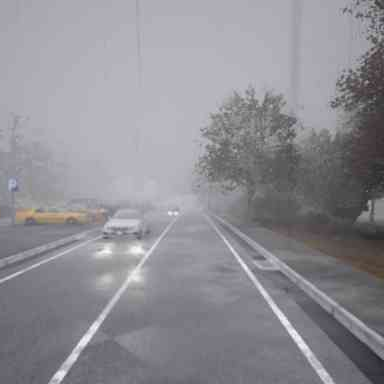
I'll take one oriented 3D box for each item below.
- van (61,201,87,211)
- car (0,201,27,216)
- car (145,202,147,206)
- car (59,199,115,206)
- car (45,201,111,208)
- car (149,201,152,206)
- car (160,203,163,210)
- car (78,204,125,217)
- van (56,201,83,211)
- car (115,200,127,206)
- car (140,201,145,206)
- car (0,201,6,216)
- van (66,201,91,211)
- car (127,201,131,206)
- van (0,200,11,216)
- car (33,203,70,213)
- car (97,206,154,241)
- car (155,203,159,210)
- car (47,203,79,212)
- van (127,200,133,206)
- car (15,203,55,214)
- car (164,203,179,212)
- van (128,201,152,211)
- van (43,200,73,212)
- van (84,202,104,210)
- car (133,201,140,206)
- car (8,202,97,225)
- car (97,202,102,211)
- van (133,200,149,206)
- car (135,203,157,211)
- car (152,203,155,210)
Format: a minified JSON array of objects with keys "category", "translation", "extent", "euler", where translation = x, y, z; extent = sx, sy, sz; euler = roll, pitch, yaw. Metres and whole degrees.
[{"category":"van","translation":[-23.530,2.782,66.232],"extent":[4.442,1.987,1.878],"euler":[0,-3,0]},{"category":"car","translation":[-23.388,2.051,41.327],"extent":[4.553,1.767,2.185],"euler":[0,-2,0]},{"category":"car","translation":[-10.339,2.640,54.995],"extent":[4.674,1.452,2.002],"euler":[0,-2,0]},{"category":"car","translation":[-10.373,1.791,32.806],"extent":[4.553,1.767,2.185],"euler":[0,-2,0]},{"category":"car","translation":[-10.348,1.838,30.026],"extent":[5.008,1.535,2.097],"euler":[0,-2,0]},{"category":"car","translation":[-10.364,2.801,60.551],"extent":[4.792,1.488,2.163],"euler":[0,-2,0]},{"category":"car","translation":[-10.324,3.785,82.713],"extent":[4.892,1.521,2.231],"euler":[0,-3,0]},{"category":"car","translation":[-10.369,2.115,38.347],"extent":[4.792,1.488,2.163],"euler":[0,-2,0]},{"category":"van","translation":[-23.298,2.646,63.332],"extent":[4.442,1.987,1.878],"euler":[0,-2,0]},{"category":"car","translation":[-10.312,1.749,35.580],"extent":[5.566,2.045,2.435],"euler":[0,-2,0]},{"category":"car","translation":[-10.307,2.544,52.219],"extent":[4.792,1.488,2.163],"euler":[0,-2,0]},{"category":"car","translation":[-23.414,2.006,35.785],"extent":[4.892,1.521,2.231],"euler":[0,-2,0]},{"category":"van","translation":[-23.530,2.906,68.874],"extent":[4.442,1.987,1.878],"euler":[0,-3,0]},{"category":"car","translation":[-10.342,2.211,41.121],"extent":[4.674,1.452,2.002],"euler":[0,-2,0]},{"category":"van","translation":[-23.537,1.865,38.561],"extent":[4.442,1.987,1.878],"euler":[0,-2,0]},{"category":"car","translation":[-23.231,2.601,55.169],"extent":[5.366,1.575,1.946],"euler":[0,-2,0]},{"category":"car","translation":[-3.354,1.658,17.713],"extent":[1.812,1.442,4.674],"euler":[0,-1,0]},{"category":"car","translation":[-10.327,3.263,71.620],"extent":[5.008,1.535,2.097],"euler":[0,-3,0]},{"category":"car","translation":[-23.420,2.775,60.705],"extent":[5.008,1.535,2.097],"euler":[0,-2,0]},{"category":"van","translation":[-10.455,2.031,43.904],"extent":[4.442,1.987,1.878],"euler":[0,-2,0]},{"category":"car","translation":[-23.411,2.434,49.630],"extent":[4.892,1.521,2.231],"euler":[0,-2,0]},{"category":"car","translation":[-3.313,2.788,59.332],"extent":[2.128,1.511,4.902],"euler":[0,-2,1]},{"category":"van","translation":[-10.217,2.776,66.084],"extent":[4.442,1.987,1.878],"euler":[0,-3,0]},{"category":"van","translation":[-23.299,2.464,57.943],"extent":[4.442,1.987,1.878],"euler":[0,-2,0]},{"category":"van","translation":[-23.527,3.427,79.942],"extent":[4.442,1.987,1.878],"euler":[0,-3,0]},{"category":"car","translation":[-10.344,2.343,46.672],"extent":[5.008,1.535,2.097],"euler":[0,-2,0]},{"category":"car","translation":[-10.158,1.703,24.487],"extent":[5.366,1.575,1.946],"euler":[0,-1,0]},{"category":"car","translation":[-10.348,1.769,27.255],"extent":[4.892,1.521,2.231],"euler":[0,-1,0]},{"category":"van","translation":[-10.219,2.460,57.778],"extent":[4.442,1.987,1.878],"euler":[0,-2,0]},{"category":"car","translation":[-10.301,3.268,74.399],"extent":[4.553,1.767,2.185],"euler":[0,-3,0]},{"category":"car","translation":[-10.363,2.621,63.312],"extent":[5.566,2.045,2.435],"euler":[0,-3,0]}]
